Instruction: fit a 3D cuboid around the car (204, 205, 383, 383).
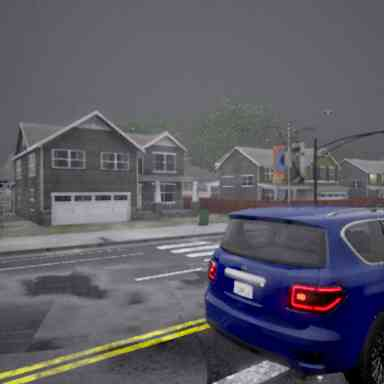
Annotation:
[{"bbox_3d":[2.778,1.232,5.421,5.566,2.045,2.150,0,0,-35],"label":"car"}]
